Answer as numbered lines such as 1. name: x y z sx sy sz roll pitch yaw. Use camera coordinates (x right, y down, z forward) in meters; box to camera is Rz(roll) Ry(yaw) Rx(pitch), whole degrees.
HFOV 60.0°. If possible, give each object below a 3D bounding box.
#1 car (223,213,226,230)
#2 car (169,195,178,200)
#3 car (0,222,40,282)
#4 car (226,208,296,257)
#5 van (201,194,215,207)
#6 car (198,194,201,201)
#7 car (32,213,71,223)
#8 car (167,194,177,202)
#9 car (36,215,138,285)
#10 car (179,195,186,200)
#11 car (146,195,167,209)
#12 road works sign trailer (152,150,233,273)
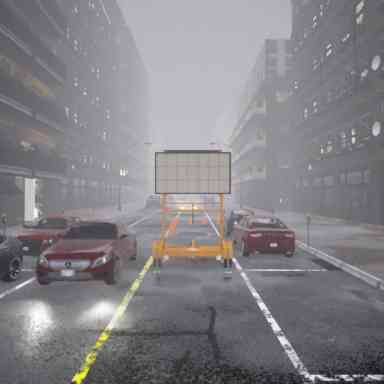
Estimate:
1. car: 2.615 1.555 18.455 2.008 1.369 4.403 1 0 0
2. car: -5.105 1.573 92.163 2.008 1.369 4.403 1 0 0
3. car: -5.291 1.568 7.100 1.947 1.339 4.313 1 0 0
4. car: 2.602 1.548 12.784 1.887 1.381 4.507 1 0 0
5. van: 2.691 1.353 52.480 1.690 1.788 3.998 1 0 0
6. car: 2.766 1.335 86.505 2.192 1.841 5.009 1 0 0
7. car: -5.278 1.548 12.771 1.887 1.381 4.507 1 0 0
8. car: -5.139 1.332 75.151 2.192 1.841 5.009 1 0 0
9. car: -2.729 1.528 9.648 1.812 1.442 4.674 0 0 0
10. car: -2.548 1.585 90.253 1.994 1.385 4.181 0 0 0
11. car: -5.201 1.325 46.796 2.192 1.841 5.009 1 0 0
12. road works sign trailer: 0.028 0.467 10.636 2.380 3.560 2.880 0 0 0
